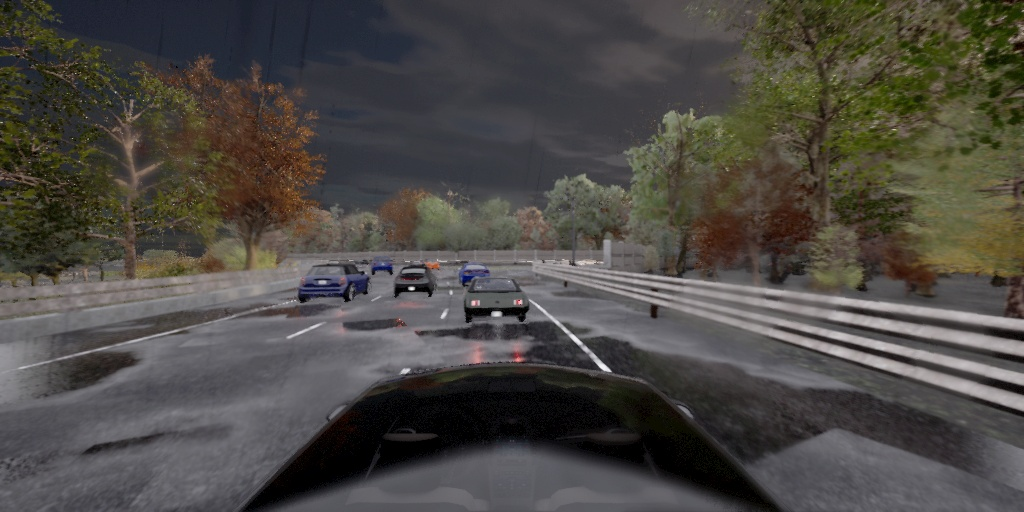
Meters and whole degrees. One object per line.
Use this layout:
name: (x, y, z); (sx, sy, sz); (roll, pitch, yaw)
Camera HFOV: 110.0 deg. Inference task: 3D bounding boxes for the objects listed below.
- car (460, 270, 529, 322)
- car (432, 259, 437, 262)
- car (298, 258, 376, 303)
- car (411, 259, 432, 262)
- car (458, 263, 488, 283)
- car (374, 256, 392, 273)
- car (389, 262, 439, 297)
car: (-0.668, 1.353, 12.353); (1.895, 1.301, 4.718); (0, 0, -6)
car: (-11.845, 1.144, 50.949); (2.097, 1.767, 4.553); (0, 0, -26)
car: (-8.313, 1.131, 17.231); (2.097, 1.767, 4.553); (0, 0, -9)
car: (-10.276, 1.278, 38.807); (2.128, 1.511, 4.902); (0, 0, -20)
car: (-2.736, 1.238, 25.508); (1.882, 1.535, 5.008); (0, 0, -12)
car: (-15.240, 1.025, 41.889); (2.150, 2.045, 5.566); (0, 0, -23)
car: (-5.064, 1.273, 19.152); (1.837, 1.490, 4.892); (0, 0, -9)
